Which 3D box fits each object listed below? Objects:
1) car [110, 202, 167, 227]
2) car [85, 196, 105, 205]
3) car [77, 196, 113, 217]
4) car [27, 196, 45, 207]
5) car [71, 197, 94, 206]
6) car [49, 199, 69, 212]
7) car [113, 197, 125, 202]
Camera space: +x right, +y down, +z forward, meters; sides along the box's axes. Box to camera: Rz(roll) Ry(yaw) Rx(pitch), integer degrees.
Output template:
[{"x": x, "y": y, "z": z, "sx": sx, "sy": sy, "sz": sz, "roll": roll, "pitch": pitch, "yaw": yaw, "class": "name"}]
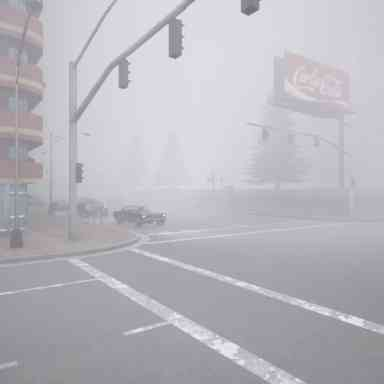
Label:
[{"x": -3.659, "y": 1.601, "z": 22.856, "sx": 1.895, "sy": 1.301, "sz": 4.718, "roll": 0, "pitch": 0, "yaw": -36, "class": "car"}, {"x": -17.671, "y": 1.526, "z": 60.424, "sx": 1.812, "sy": 1.442, "sz": 4.674, "roll": 0, "pitch": 0, "yaw": -37, "class": "car"}, {"x": -9.475, "y": 1.352, "z": 30.886, "sx": 2.097, "sy": 1.767, "sz": 4.553, "roll": 0, "pitch": 0, "yaw": -36, "class": "car"}, {"x": -24.396, "y": 1.350, "z": 51.644, "sx": 2.097, "sy": 1.767, "sz": 4.553, "roll": 0, "pitch": 0, "yaw": -36, "class": "car"}, {"x": -18.290, "y": 1.547, "z": 55.324, "sx": 2.033, "sy": 1.411, "sz": 5.357, "roll": 0, "pitch": 0, "yaw": -36, "class": "car"}, {"x": -15.281, "y": 1.564, "z": 38.906, "sx": 1.994, "sy": 1.385, "sz": 4.181, "roll": 0, "pitch": 0, "yaw": -36, "class": "car"}, {"x": -12.320, "y": 1.505, "z": 53.046, "sx": 1.837, "sy": 1.490, "sz": 4.892, "roll": 0, "pitch": 0, "yaw": -36, "class": "car"}]
